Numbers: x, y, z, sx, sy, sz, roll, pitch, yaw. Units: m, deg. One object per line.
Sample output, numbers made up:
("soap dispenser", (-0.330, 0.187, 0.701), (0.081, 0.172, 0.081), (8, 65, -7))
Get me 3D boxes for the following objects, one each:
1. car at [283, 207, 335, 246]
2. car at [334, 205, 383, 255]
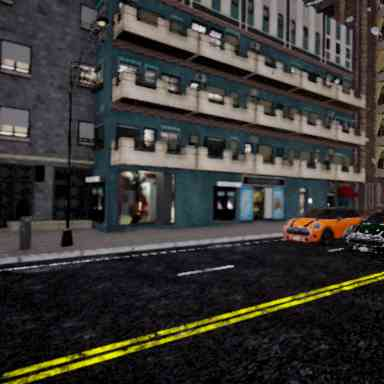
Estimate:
("car", (6.556, 1.530, 16.337), (4.553, 1.767, 2.097), (1, 0, -35))
("car", (8.111, 1.524, 13.455), (4.553, 1.767, 2.097), (1, -1, -35))
